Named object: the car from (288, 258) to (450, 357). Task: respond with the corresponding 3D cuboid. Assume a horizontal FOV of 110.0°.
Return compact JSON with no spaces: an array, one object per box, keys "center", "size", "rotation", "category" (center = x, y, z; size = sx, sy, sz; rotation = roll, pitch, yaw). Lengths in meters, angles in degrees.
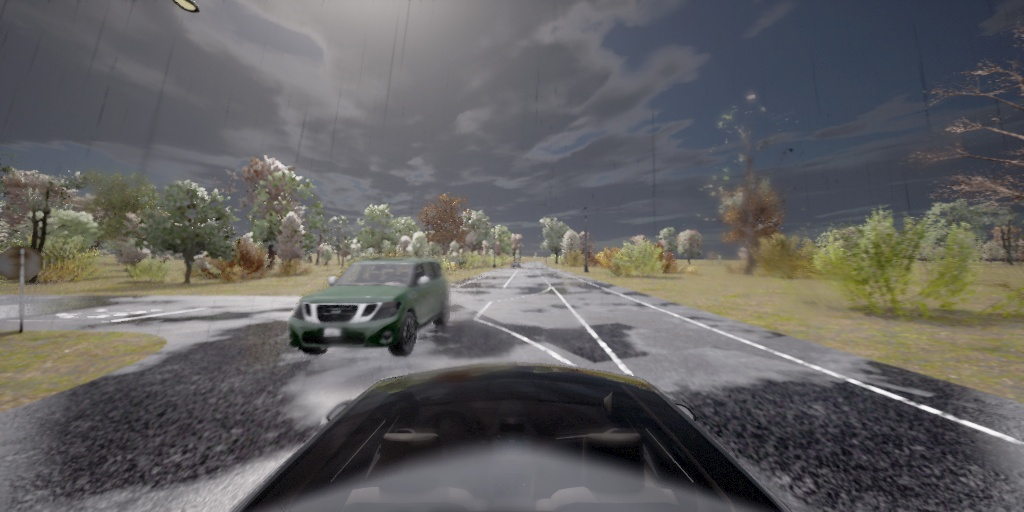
[{"center":[-3.091,1.055,9.192],"size":[2.150,2.045,5.566],"rotation":[0,-1,3],"category":"car"}]
